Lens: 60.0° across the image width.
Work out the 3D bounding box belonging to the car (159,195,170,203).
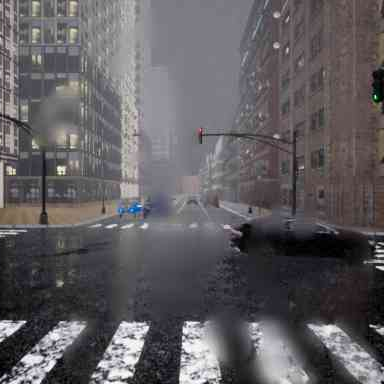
[{"bbox_3d":[-5.625,1.469,69.440,1.967,1.590,4.097,0,0,0],"label":"car"}]

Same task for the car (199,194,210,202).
[{"bbox_3d":[2.760,1.348,74.985,2.192,1.841,5.009,0,0,0],"label":"car"}]

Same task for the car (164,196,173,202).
[{"bbox_3d":[-5.614,1.589,80.543,2.008,1.369,4.403,0,0,0],"label":"car"}]

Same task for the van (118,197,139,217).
[{"bbox_3d":[-5.661,1.347,30.584,1.690,1.788,3.998,0,0,0],"label":"van"}]

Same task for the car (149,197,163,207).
[{"bbox_3d":[-5.641,1.543,52.618,1.752,1.417,4.829,0,0,0],"label":"car"}]

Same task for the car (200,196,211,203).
[{"bbox_3d":[2.756,1.580,69.433,2.008,1.369,4.403,0,0,0],"label":"car"}]

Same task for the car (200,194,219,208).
[{"bbox_3d":[2.734,1.329,47.231,2.192,1.841,5.009,0,0,0],"label":"car"}]

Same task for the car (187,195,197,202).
[{"bbox_3d":[0.069,1.419,70.080,2.033,1.411,5.357,0,0,0],"label":"car"}]

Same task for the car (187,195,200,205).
[{"bbox_3d":[0.061,1.623,60.104,1.895,1.301,4.718,0,0,0],"label":"car"}]

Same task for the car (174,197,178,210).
[{"bbox_3d":[-3.059,1.611,39.963,1.895,1.301,4.718,0,0,0],"label":"car"}]

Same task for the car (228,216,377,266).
[{"bbox_3d":[3.725,1.595,11.513,4.902,1.511,2.128,1,0,0],"label":"car"}]

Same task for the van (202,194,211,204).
[{"bbox_3d":[2.750,1.366,63.883,1.690,1.788,3.998,0,0,0],"label":"van"}]

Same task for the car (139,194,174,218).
[{"bbox_3d":[-3.079,1.227,30.254,2.150,2.045,5.566,0,0,0],"label":"car"}]
